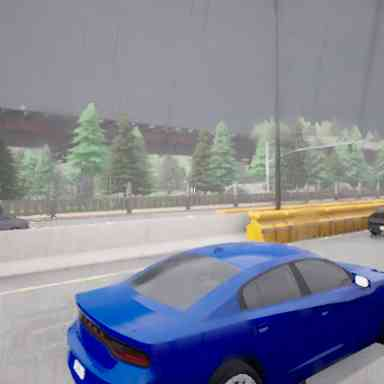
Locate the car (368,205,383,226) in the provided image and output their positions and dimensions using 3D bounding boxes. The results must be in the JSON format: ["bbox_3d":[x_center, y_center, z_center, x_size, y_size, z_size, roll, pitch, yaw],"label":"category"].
[{"bbox_3d":[9.823,1.201,15.006,4.892,1.490,1.837,-1,1,-35],"label":"car"}]

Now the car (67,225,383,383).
[{"bbox_3d":[1.001,1.418,4.451,5.008,1.535,1.882,-1,0,-35],"label":"car"}]

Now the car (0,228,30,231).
[{"bbox_3d":[-9.381,1.550,14.479,4.181,1.385,1.994,-1,1,-35],"label":"car"}]
